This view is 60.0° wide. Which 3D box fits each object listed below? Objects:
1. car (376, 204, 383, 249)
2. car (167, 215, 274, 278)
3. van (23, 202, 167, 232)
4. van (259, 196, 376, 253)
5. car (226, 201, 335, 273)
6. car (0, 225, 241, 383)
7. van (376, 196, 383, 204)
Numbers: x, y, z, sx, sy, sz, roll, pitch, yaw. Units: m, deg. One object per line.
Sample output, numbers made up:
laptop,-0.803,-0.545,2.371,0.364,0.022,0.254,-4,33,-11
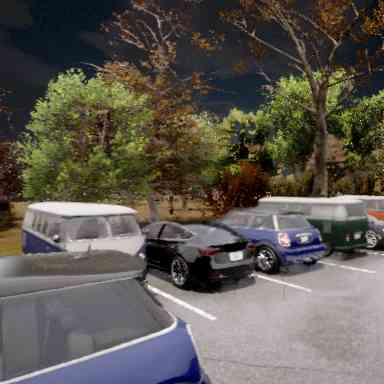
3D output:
car,6.551,1.417,14.266,2.231,1.521,4.892,0,0,-35
car,-0.360,1.487,9.371,2.163,1.488,4.792,0,0,-36
van,-2.576,1.245,7.607,1.878,1.987,4.442,0,0,-35
van,4.185,1.204,12.716,1.878,1.987,4.442,0,0,-35
car,1.873,1.318,10.885,2.185,1.767,4.553,0,0,-35
car,-2.092,1.351,2.195,4.553,1.767,2.097,0,0,-36
van,8.788,1.176,15.994,1.878,1.987,4.442,0,0,-35
